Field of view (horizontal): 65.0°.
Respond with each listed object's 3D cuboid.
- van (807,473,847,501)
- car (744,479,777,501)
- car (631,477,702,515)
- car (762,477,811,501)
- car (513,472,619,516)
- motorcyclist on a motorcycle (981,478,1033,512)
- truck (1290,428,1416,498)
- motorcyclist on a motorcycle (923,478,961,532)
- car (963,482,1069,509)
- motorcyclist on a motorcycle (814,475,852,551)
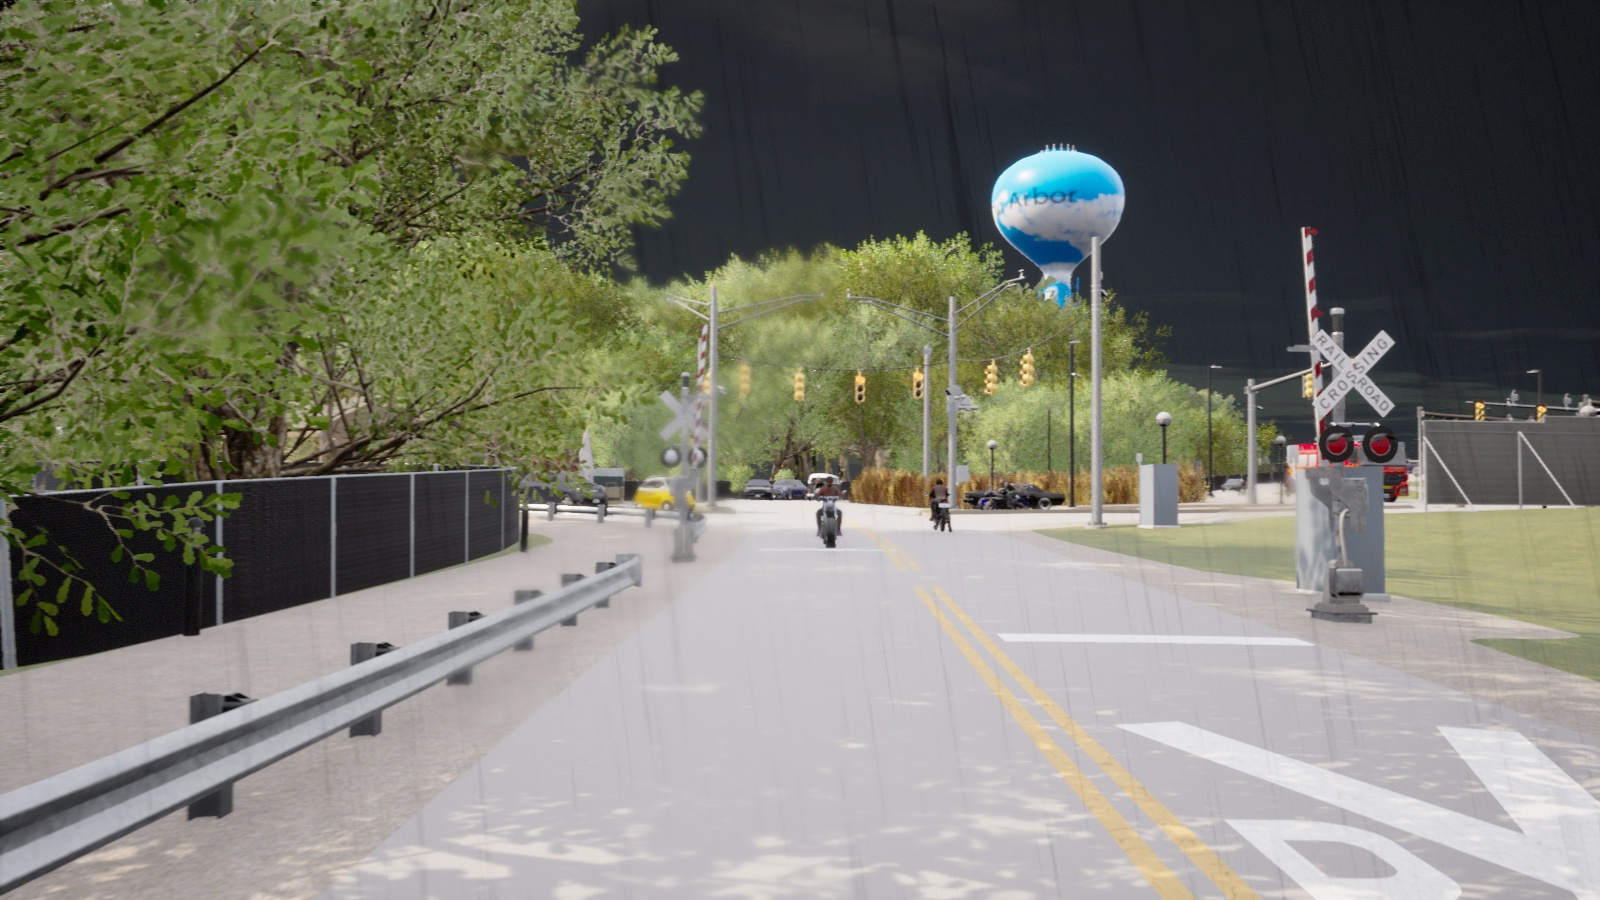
[{"bbox_3d":[2.040,2.811,94.241,2.069,2.038,4.480,-1,-2,14],"label":"van"},{"bbox_3d":[-2.539,2.648,82.197,2.033,1.411,5.357,0,-2,0],"label":"car"},{"bbox_3d":[-5.066,1.757,47.667,2.207,1.376,1.481,-2,-3,34],"label":"car"},{"bbox_3d":[-1.004,3.010,96.310,2.097,1.767,4.553,0,-2,23],"label":"car"},{"bbox_3d":[-8.335,1.566,44.624,3.633,1.501,1.845,-1,-3,41],"label":"car"},{"bbox_3d":[9.366,2.043,56.961,2.191,1.530,0.866,0,-1,-5],"label":"motorcyclist on a motorcycle"},{"bbox_3d":[31.977,0.820,73.051,2.891,3.827,8.468,0,-1,-6],"label":"truck"},{"bbox_3d":[4.105,1.571,36.455,0.797,1.523,2.044,1,-1,-1],"label":"motorcyclist on a motorcycle"},{"bbox_3d":[10.385,2.188,60.552,4.718,1.301,1.895,0,-1,-4],"label":"car"},{"bbox_3d":[0.725,1.383,28.284,0.766,1.649,2.350,0,-1,0],"label":"motorcyclist on a motorcycle"}]
